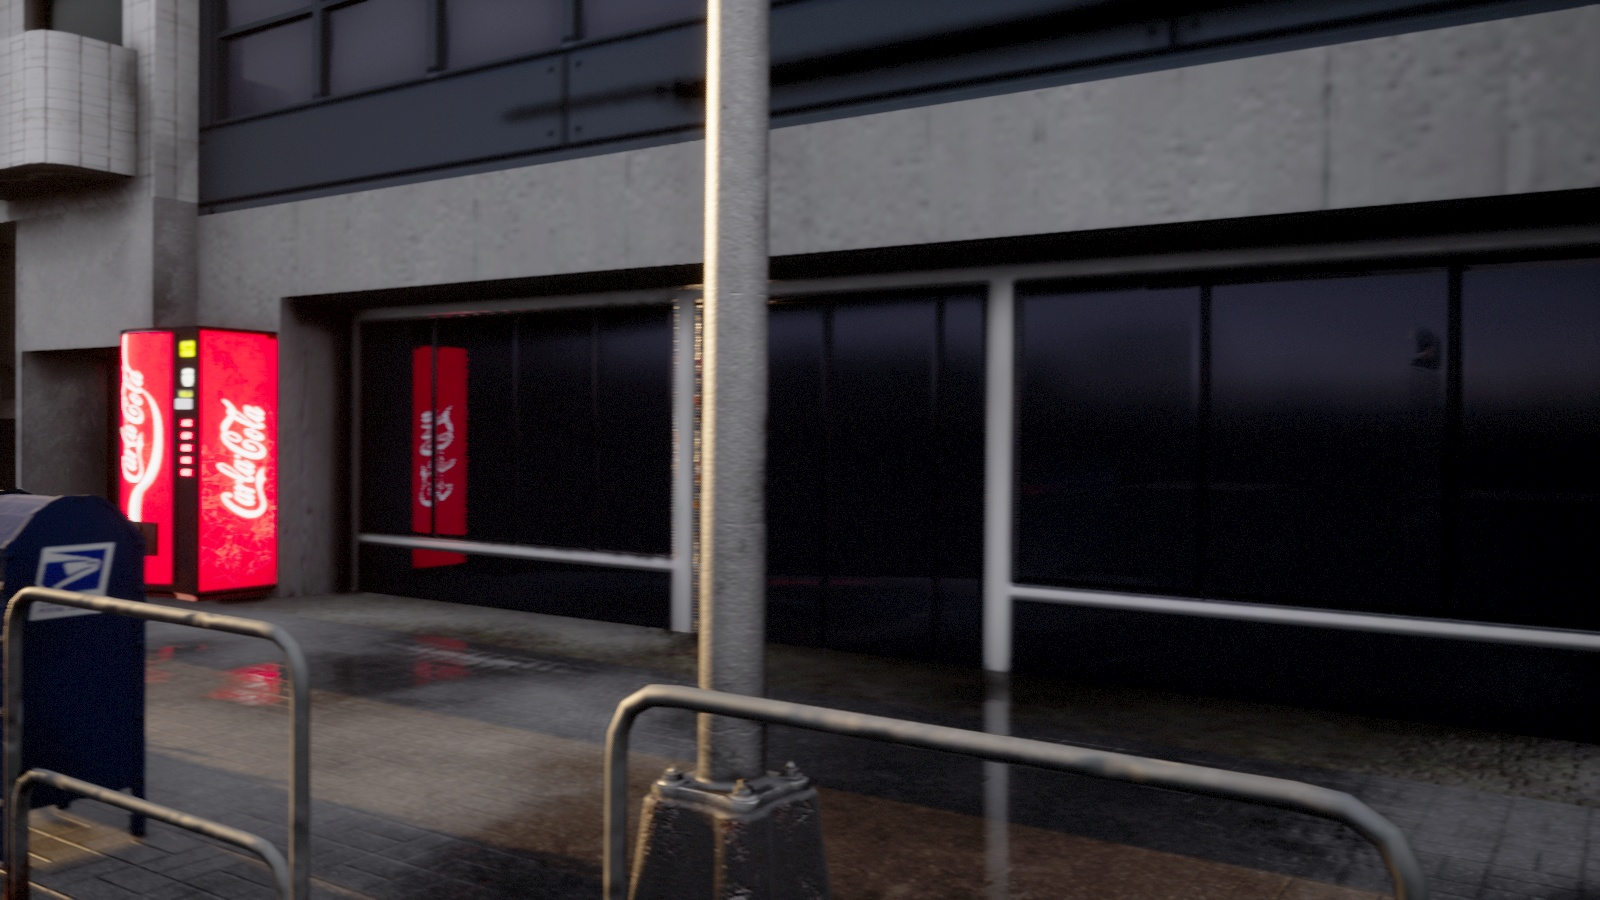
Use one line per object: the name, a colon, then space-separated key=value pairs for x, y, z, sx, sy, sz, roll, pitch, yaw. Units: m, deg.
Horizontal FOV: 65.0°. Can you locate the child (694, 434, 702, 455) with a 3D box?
child: x=-6.002 y=-0.333 z=74.130 sx=0.270 sy=1.263 sz=0.437 roll=0 pitch=1 yaw=32
